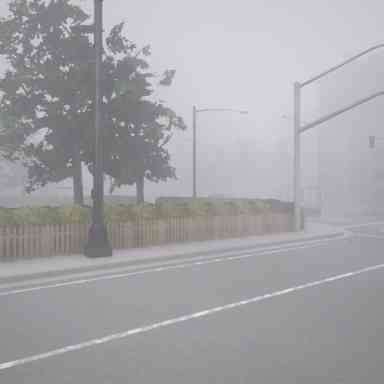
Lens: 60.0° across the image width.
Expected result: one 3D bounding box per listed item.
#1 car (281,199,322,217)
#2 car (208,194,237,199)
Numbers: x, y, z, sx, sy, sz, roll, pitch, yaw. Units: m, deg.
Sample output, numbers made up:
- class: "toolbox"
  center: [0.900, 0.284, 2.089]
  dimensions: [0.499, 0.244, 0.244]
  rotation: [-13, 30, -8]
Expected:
- class: "car"
  center: [9.604, 1.477, 30.990]
  dimensions: [1.882, 1.535, 5.008]
  rotation: [0, 0, -35]
- class: "car"
  center: [3.914, 1.221, 39.213]
  dimensions: [2.150, 2.045, 5.566]
  rotation: [0, 0, -35]
